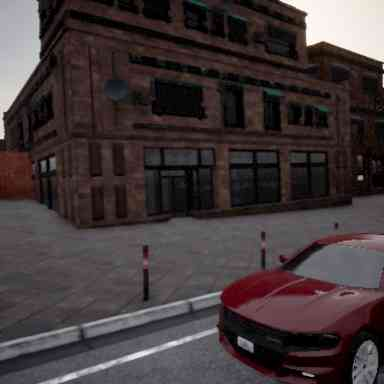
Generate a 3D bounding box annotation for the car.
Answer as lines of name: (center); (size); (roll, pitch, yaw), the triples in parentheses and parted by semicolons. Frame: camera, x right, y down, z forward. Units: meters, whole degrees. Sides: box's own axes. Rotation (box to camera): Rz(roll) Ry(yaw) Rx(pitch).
car: (2.646, 1.449, 5.259); (5.008, 1.535, 1.882); (-1, 0, -35)
